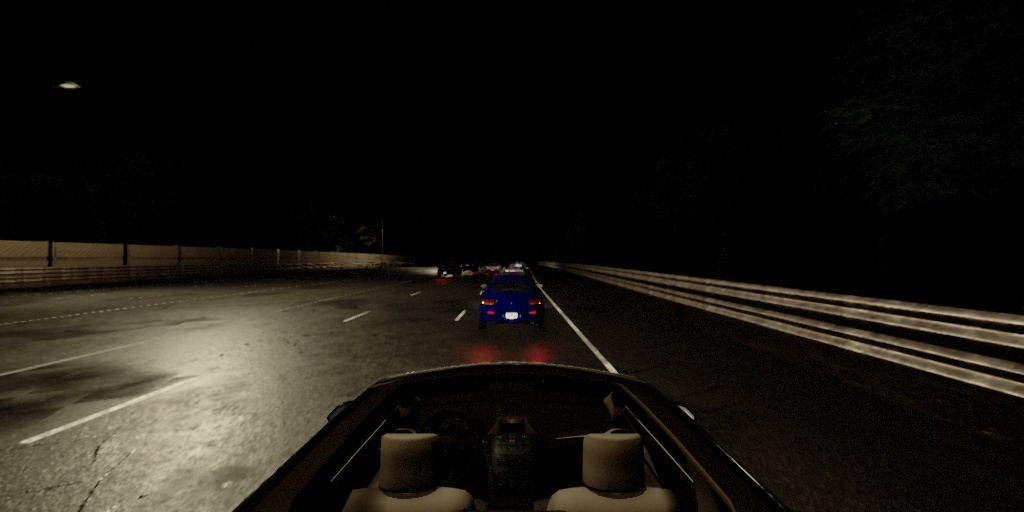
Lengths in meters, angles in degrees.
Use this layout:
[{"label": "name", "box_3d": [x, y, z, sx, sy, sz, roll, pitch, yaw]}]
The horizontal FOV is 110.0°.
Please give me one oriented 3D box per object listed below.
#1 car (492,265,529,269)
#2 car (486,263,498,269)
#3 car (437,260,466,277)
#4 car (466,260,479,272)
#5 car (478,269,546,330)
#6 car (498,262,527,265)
[{"label": "car", "box_3d": [0.062, 1.381, 21.223, 1.895, 1.301, 4.718, 0, 0, 1]}, {"label": "car", "box_3d": [-2.460, 1.585, 49.552, 1.895, 1.301, 4.718, 0, -1, 2]}, {"label": "car", "box_3d": [-6.409, 1.395, 37.158, 1.837, 1.490, 4.892, 0, 0, 2]}, {"label": "car", "box_3d": [-5.941, 1.355, 50.305, 2.097, 1.767, 4.553, 0, 0, 2]}, {"label": "car", "box_3d": [-0.008, 1.296, 11.067, 1.812, 1.442, 4.674, 0, 0, 0]}, {"label": "car", "box_3d": [0.291, 1.294, 28.269, 2.128, 1.511, 4.902, 0, 0, 2]}]
